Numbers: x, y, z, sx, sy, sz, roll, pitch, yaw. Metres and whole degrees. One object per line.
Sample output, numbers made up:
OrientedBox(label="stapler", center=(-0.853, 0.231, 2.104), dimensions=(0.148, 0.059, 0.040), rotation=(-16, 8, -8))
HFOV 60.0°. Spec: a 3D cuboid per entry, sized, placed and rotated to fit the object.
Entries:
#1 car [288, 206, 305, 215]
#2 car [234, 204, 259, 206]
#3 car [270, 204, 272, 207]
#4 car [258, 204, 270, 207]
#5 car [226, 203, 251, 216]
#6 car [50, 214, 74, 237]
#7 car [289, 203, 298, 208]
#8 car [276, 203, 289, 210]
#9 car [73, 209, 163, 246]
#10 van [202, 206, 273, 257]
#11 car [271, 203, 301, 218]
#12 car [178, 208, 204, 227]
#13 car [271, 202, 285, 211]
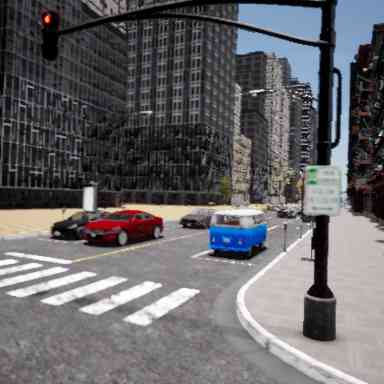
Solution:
OrientedBox(label="car", center=(16.223, 2.825, 51.394), dimensions=(1.895, 1.301, 4.718), rotation=(2, -1, 25))
OrientedBox(label="car", center=(5.225, 2.261, 34.931), dimensions=(1.895, 1.301, 4.718), rotation=(2, -1, 25))
OrientedBox(label="car", center=(15.343, 2.883, 63.065), dimensions=(2.008, 1.369, 4.403), rotation=(2, -1, 25))
OrientedBox(label="car", center=(10.640, 2.576, 52.866), dimensions=(1.752, 1.417, 4.829), rotation=(2, -1, 25))
OrientedBox(label="car", center=(6.080, 2.221, 42.976), dimensions=(1.967, 1.590, 4.097), rotation=(2, -1, 25))
OrientedBox(label="car", center=(-5.507, 1.670, 17.863), dimensions=(1.947, 1.339, 4.313), rotation=(2, -1, 25))
OrientedBox(label="car", center=(26.855, 3.553, 88.022), dimensions=(1.752, 1.417, 4.829), rotation=(2, -1, 25))
OrientedBox(label="car", center=(19.976, 3.161, 73.109), dimensions=(2.008, 1.369, 4.403), rotation=(2, -1, 25))
OrientedBox(label="car", center=(-3.241, 1.644, 16.581), dimensions=(1.882, 1.535, 5.008), rotation=(2, -1, 24))
OrientedBox(label="van", center=(2.106, 1.664, 14.351), dimensions=(1.690, 1.788, 3.998), rotation=(2, -1, 25))
OrientedBox(label="car", center=(11.910, 2.459, 41.939), dimensions=(2.128, 1.511, 4.902), rotation=(2, -1, 26))
OrientedBox(label="car", center=(0.903, 1.955, 25.569), dimensions=(2.033, 1.411, 5.357), rotation=(2, -1, 25))
OrientedBox(label="car", center=(17.663, 2.911, 68.089), dimensions=(1.967, 1.590, 4.097), rotation=(2, -1, 25))
